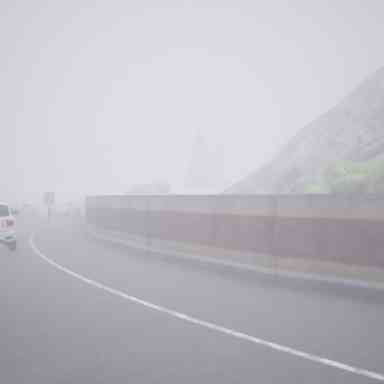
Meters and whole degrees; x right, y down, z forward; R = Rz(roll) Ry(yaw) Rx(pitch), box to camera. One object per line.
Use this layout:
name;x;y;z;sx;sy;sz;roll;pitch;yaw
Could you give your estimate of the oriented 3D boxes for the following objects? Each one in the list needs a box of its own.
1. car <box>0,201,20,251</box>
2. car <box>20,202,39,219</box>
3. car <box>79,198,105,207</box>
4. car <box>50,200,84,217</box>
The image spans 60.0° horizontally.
car;-9.091;1.433;14.866;2.150;2.045;5.566;0;-1;-29
car;-17.181;1.776;33.300;1.882;1.535;5.008;-1;0;0
car;-17.845;1.824;59.563;1.882;1.535;5.008;0;0;21
car;-13.604;1.842;35.852;1.812;1.442;4.674;-1;0;4
